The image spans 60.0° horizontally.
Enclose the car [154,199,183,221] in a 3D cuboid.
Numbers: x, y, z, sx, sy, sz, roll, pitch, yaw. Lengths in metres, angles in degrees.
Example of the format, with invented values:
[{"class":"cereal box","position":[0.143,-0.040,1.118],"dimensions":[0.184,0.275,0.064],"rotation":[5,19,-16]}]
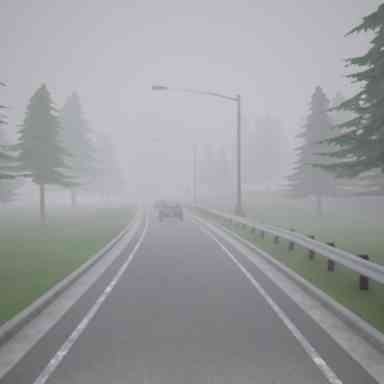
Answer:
[{"class":"car","position":[-1.818,1.495,27.161],"dimensions":[2.128,1.511,4.902],"rotation":[0,0,-7]}]
